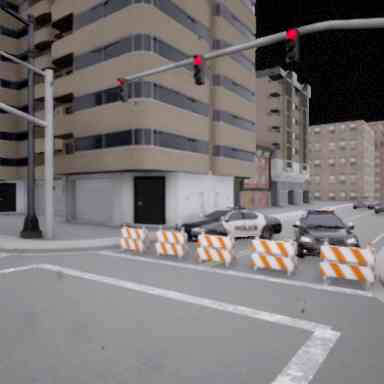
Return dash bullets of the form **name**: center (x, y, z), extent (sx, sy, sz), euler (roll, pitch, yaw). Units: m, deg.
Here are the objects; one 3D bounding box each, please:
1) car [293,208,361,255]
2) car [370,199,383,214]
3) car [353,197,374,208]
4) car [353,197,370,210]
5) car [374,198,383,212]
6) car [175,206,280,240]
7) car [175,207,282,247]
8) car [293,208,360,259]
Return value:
- **car**: center (4.830, 1.303, 12.476), extent (1.853, 1.218, 4.536), euler (0, 0, 15)
- **car**: center (20.070, 1.461, 34.217), extent (2.038, 1.542, 4.974), euler (0, 0, 35)
- **car**: center (22.300, 1.311, 43.179), extent (1.853, 1.218, 4.536), euler (0, 0, 35)
- **car**: center (22.270, 1.469, 43.136), extent (2.038, 1.542, 4.974), euler (0, 0, 35)
- **car**: center (20.100, 1.303, 34.259), extent (1.853, 1.218, 4.536), euler (0, 0, 35)
- **car**: center (1.666, 1.313, 15.134), extent (4.536, 1.218, 1.853), euler (0, 0, -30)
- **car**: center (1.622, 1.471, 15.108), extent (4.974, 1.542, 2.038), euler (0, 0, -30)
- **car**: center (4.817, 1.460, 12.426), extent (2.038, 1.542, 4.974), euler (0, 0, 15)
